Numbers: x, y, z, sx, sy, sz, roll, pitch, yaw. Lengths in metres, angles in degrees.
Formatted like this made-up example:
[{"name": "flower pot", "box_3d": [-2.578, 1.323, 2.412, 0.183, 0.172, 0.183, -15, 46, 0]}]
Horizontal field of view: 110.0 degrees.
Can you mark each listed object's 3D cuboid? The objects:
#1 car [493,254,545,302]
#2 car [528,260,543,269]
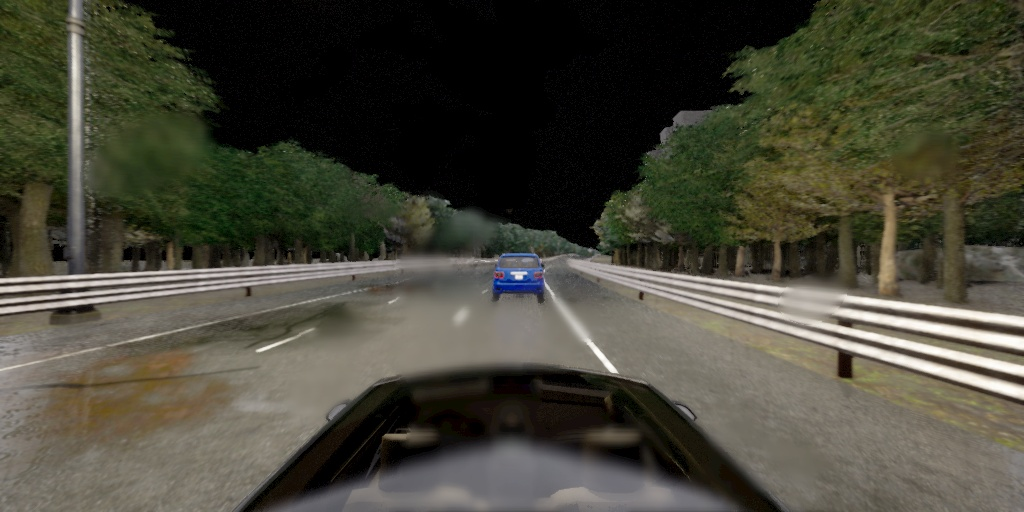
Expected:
[{"name": "car", "box_3d": [0.342, 0.915, 16.649, 2.150, 2.045, 5.566, 0, 0, 1]}, {"name": "car", "box_3d": [3.664, 1.288, 55.266, 1.895, 1.301, 4.718, 0, 0, 8]}]
